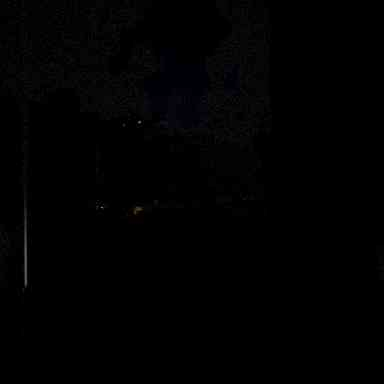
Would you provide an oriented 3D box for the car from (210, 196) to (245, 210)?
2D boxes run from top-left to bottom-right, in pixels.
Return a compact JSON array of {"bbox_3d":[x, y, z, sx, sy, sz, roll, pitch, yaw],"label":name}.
[{"bbox_3d":[3.722,1.150,36.809,1.967,1.590,4.097,-1,0,35],"label":"car"}]

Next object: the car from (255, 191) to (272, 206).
[{"bbox_3d":[10.239,0.949,46.098,2.192,1.841,5.009,-1,0,35],"label":"car"}]

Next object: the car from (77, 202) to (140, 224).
[{"bbox_3d":[-6.055,1.389,22.874,2.008,1.369,4.403,0,0,35],"label":"car"}]

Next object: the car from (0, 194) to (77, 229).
[{"bbox_3d":[-10.532,1.129,21.104,2.150,2.045,5.566,-1,0,35],"label":"car"}]

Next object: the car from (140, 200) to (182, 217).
[{"bbox_3d":[-2.698,1.317,27.658,1.752,1.417,4.829,0,0,35],"label":"car"}]

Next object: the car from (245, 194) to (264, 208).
[{"bbox_3d":[6.982,1.253,41.454,1.802,1.307,4.206,-1,0,35],"label":"car"}]

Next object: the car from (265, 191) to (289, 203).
[{"bbox_3d":[14.557,0.824,56.689,2.150,2.045,5.566,-1,0,35],"label":"car"}]
